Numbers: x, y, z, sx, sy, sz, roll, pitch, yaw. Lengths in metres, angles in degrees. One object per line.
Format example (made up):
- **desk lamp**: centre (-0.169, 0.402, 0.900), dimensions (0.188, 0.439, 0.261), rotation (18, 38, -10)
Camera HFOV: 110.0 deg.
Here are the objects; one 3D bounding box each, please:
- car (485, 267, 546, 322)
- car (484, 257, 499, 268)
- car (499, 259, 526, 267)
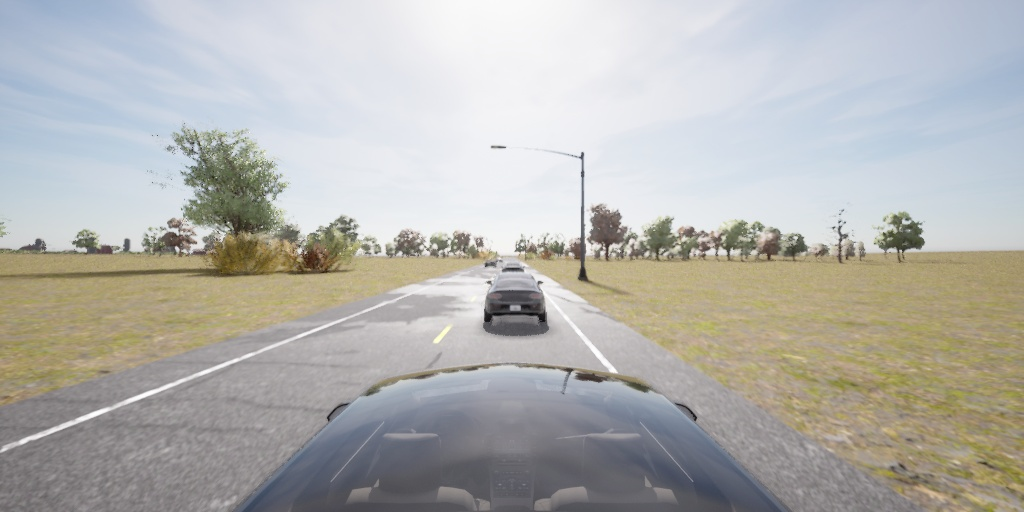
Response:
- **car**: centre (0.093, 1.259, 12.148), dimensions (1.812, 1.442, 4.674), rotation (0, 0, 0)
- **car**: centre (-3.576, 1.250, 59.845), dimensions (1.895, 1.301, 4.718), rotation (0, 0, 1)
- **car**: centre (0.081, 1.207, 30.265), dimensions (1.837, 1.490, 4.892), rotation (0, 0, 0)
